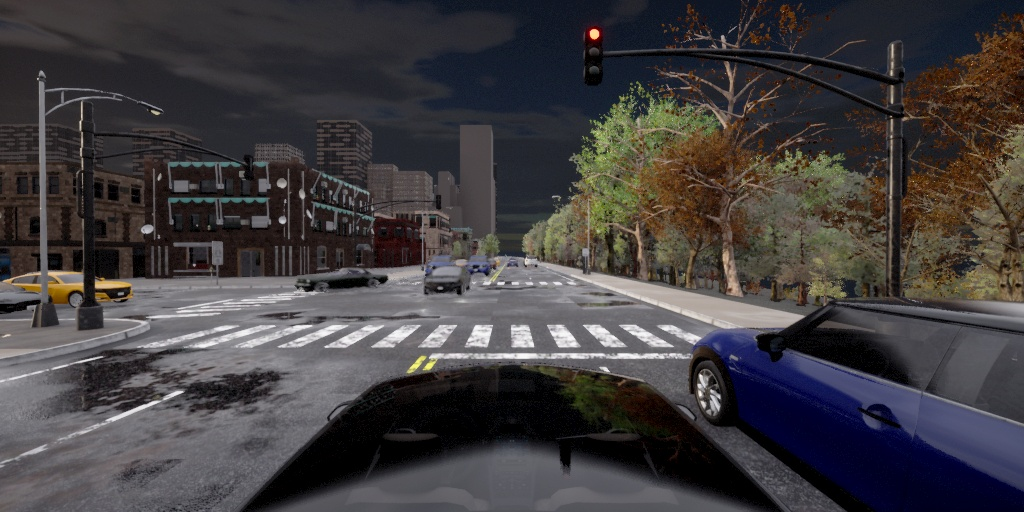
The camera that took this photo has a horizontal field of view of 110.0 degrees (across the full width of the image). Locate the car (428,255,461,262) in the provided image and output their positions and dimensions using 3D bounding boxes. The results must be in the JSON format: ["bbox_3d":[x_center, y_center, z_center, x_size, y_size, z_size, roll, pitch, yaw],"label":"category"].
[{"bbox_3d":[-6.596,0.962,34.095,2.150,2.045,5.566,0,0,0],"label":"car"}]

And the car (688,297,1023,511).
[{"bbox_3d":[3.351,1.102,2.850,2.097,1.767,4.553,0,0,0],"label":"car"}]

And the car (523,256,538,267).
[{"bbox_3d":[3.355,0.948,63.657,2.150,2.045,5.566,0,0,0],"label":"car"}]

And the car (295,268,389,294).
[{"bbox_3d":[-9.715,1.370,20.698,1.895,1.301,4.718,-1,0,40],"label":"car"}]

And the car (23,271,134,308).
[{"bbox_3d":[-20.009,1.450,16.003,5.008,1.535,1.882,-1,1,-1],"label":"car"}]

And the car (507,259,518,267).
[{"bbox_3d":[0.102,1.252,64.506,1.812,1.442,4.674,0,0,0],"label":"car"}]

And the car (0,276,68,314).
[{"bbox_3d":[-19.946,1.564,13.307,4.313,1.339,1.948,0,0,0],"label":"car"}]

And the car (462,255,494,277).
[{"bbox_3d":[-3.344,0.961,36.028,2.150,2.045,5.566,0,0,0],"label":"car"}]

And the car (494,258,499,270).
[{"bbox_3d":[-3.337,1.084,51.230,2.097,1.767,4.553,0,0,0],"label":"car"}]

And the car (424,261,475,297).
[{"bbox_3d":[-3.347,1.223,19.244,1.882,1.535,5.008,0,0,0],"label":"car"}]
